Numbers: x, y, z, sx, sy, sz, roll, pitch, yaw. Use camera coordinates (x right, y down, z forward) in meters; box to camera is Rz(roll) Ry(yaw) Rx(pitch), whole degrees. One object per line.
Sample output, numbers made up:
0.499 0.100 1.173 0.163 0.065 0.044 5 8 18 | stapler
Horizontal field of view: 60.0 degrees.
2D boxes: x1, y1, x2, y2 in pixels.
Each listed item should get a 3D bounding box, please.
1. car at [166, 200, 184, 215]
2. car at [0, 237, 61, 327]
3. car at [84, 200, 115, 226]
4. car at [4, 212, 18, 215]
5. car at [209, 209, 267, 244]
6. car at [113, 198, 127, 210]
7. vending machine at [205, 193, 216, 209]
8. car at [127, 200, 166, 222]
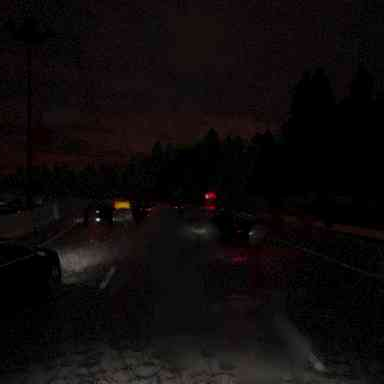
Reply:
-2.313 1.553 34.007 2.033 1.411 5.357 0 0 -19 | car
-3.779 1.501 5.639 2.128 1.511 4.902 0 0 -4 | car
-6.635 1.522 23.763 1.837 1.490 4.892 0 0 -14 | car
-15.898 1.588 29.963 2.033 1.411 5.357 0 0 -19 | car
2.095 1.521 15.881 1.812 1.442 4.674 0 0 -9 | car
-9.255 1.501 41.962 1.882 1.535 5.008 0 0 -24 | car
2.432 1.190 43.829 1.100 2.100 0.880 0 0 -23 | vending machine
-3.715 1.500 26.322 2.128 1.511 4.902 0 0 -15 | car
